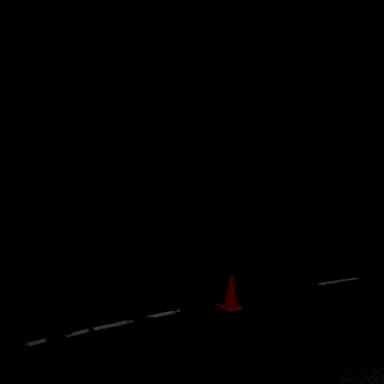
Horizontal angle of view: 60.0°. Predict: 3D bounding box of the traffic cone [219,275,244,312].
[{"bbox_3d":[0.718,1.796,6.009,0.340,0.580,0.340,0,2,-30],"label":"traffic cone"}]
